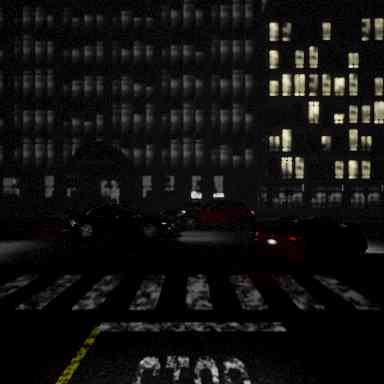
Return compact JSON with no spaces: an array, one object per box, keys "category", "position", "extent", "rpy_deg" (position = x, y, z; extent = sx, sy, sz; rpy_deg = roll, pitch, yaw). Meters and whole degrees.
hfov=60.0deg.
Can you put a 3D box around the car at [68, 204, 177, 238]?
[{"category":"car","position":[-3.351,1.344,15.848],"extent":[4.892,1.490,1.837],"rpy_deg":[0,0,1]}]

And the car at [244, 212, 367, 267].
[{"category":"car","position":[4.006,1.450,11.101],"extent":[4.181,1.385,1.994],"rpy_deg":[0,1,-37]}]

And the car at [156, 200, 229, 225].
[{"category":"car","position":[0.043,1.355,22.523],"extent":[4.674,1.442,1.812],"rpy_deg":[1,0,1]}]

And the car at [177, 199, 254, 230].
[{"category":"car","position":[1.341,1.197,19.261],"extent":[4.553,1.767,2.097],"rpy_deg":[1,0,1]}]
